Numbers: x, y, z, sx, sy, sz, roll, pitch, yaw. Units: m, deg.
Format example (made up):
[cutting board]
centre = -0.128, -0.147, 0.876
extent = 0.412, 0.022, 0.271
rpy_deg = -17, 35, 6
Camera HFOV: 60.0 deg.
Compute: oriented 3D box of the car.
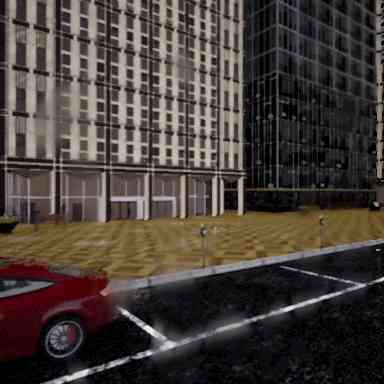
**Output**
[car]
centre = -3.083, 1.590, 4.357
extent = 4.206, 1.307, 1.802
rpy_deg = 0, 0, -36
